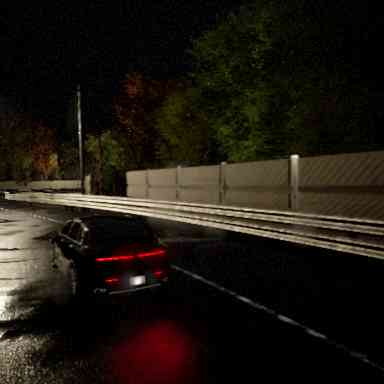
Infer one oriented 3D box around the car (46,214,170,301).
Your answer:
[{"bbox_3d":[-2.211,1.298,8.024,1.837,1.490,4.892,-2,2,-31],"label":"car"}]
